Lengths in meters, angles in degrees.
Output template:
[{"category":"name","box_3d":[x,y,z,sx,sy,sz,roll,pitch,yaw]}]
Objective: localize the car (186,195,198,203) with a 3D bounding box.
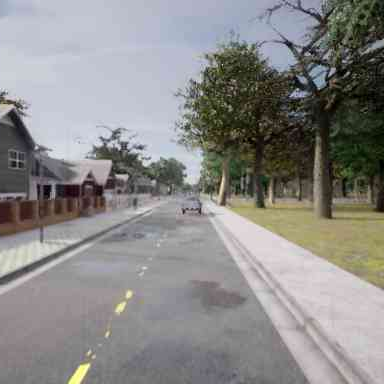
[{"category":"car","box_3d":[-0.004,1.263,65.977,2.163,1.488,4.792,0,0,0]}]

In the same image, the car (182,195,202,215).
[{"category":"car","box_3d":[-0.002,1.235,32.778,2.033,1.649,4.856,0,0,0]}]
